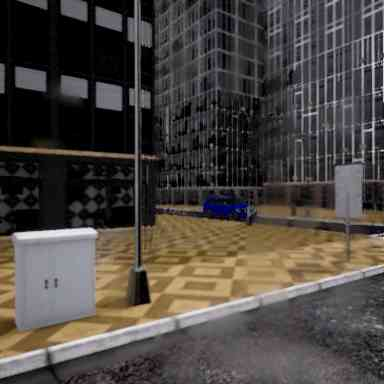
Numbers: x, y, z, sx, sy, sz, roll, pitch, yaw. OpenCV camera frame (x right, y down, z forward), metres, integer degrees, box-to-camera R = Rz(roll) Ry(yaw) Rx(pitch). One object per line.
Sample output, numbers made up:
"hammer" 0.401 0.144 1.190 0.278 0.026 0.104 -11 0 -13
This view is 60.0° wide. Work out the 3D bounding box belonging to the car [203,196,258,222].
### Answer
"car" 3.219 1.409 29.017 2.150 2.045 5.566 0 0 -35
